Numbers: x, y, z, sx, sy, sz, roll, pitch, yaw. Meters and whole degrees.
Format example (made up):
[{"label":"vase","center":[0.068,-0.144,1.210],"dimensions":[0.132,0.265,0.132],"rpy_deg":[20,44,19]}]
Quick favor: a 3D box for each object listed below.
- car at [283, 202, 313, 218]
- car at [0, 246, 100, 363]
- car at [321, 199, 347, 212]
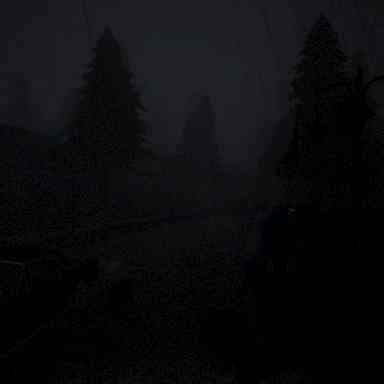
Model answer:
[{"label":"car","center":[10.157,1.619,31.356],"dimensions":[1.994,1.385,4.181],"rpy_deg":[0,0,35]},{"label":"car","center":[-3.085,1.594,4.944],"dimensions":[1.895,1.301,4.718],"rpy_deg":[0,0,5]},{"label":"car","center":[16.756,1.575,39.526],"dimensions":[2.128,1.511,4.902],"rpy_deg":[0,0,44]}]
